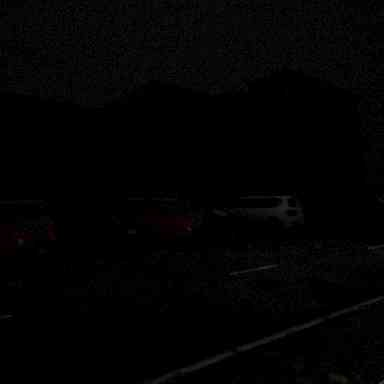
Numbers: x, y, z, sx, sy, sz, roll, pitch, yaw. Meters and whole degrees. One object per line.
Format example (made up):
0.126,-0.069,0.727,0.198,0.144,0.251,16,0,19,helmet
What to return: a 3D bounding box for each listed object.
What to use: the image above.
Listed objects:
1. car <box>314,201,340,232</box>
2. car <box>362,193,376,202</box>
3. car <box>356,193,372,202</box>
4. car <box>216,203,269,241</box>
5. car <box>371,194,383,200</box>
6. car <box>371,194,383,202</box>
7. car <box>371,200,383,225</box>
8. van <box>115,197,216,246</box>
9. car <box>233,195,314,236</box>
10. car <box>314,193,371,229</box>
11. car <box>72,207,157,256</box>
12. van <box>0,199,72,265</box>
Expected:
5.842,1.474,20.048,5.008,1.535,2.097,-1,-1,35,car
43.845,1.452,82.277,2.435,2.045,5.566,1,-2,36,car
34.241,1.053,66.271,2.185,1.767,4.553,0,-1,36,car
0.923,1.469,16.593,5.008,1.535,2.097,-1,-1,35,car
13.246,1.229,25.217,5.566,2.045,2.435,-1,-1,35,car
35.923,1.179,63.846,2.231,1.521,4.892,0,-1,36,car
10.788,1.508,23.484,4.792,1.488,2.163,-1,-1,35,car
-1.440,1.239,14.801,4.442,1.987,1.878,-1,-1,35,van
3.357,1.220,18.332,5.566,2.045,2.435,-1,-1,35,car
8.274,1.225,21.785,5.566,2.045,2.435,-1,-1,35,car
-4.026,1.494,13.142,4.792,1.488,2.163,-1,-1,35,car
-6.364,1.234,11.330,4.442,1.987,1.878,-1,-1,35,van
